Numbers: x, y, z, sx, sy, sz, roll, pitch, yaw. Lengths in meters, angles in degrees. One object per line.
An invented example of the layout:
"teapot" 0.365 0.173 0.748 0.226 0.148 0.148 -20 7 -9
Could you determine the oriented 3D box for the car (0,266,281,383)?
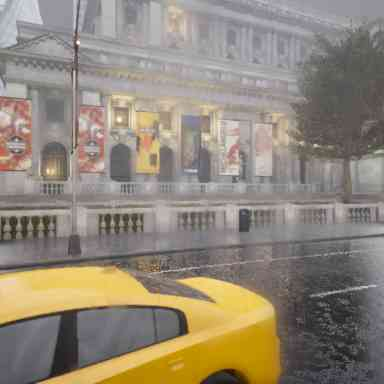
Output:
"car" -1.483 1.477 2.733 5.008 1.535 1.882 0 0 -32
